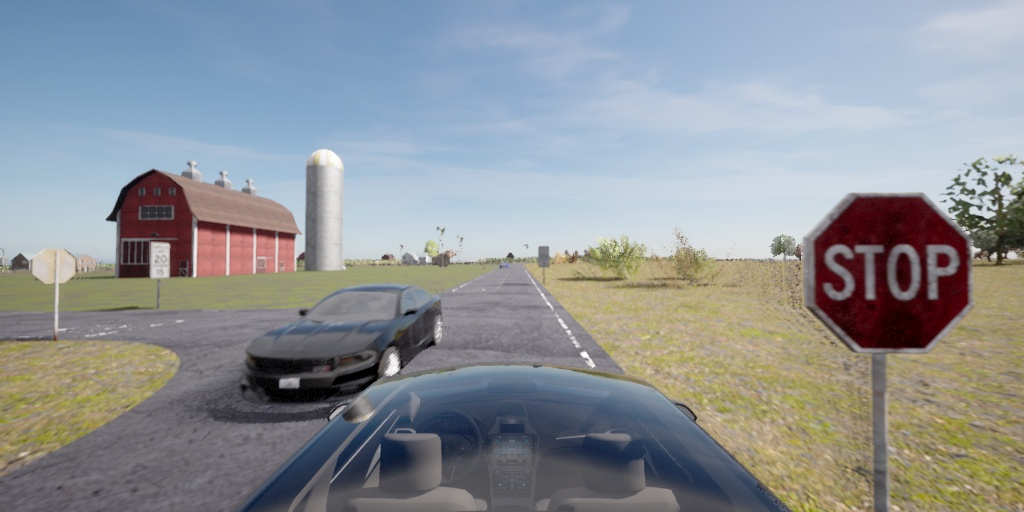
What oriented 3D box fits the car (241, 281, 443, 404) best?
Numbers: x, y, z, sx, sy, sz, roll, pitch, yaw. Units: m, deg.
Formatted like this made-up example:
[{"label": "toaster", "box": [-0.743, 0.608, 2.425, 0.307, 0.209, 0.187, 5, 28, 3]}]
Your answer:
[{"label": "car", "box": [-2.636, 1.284, 6.808, 1.882, 1.535, 5.008, 0, -1, 1]}]
